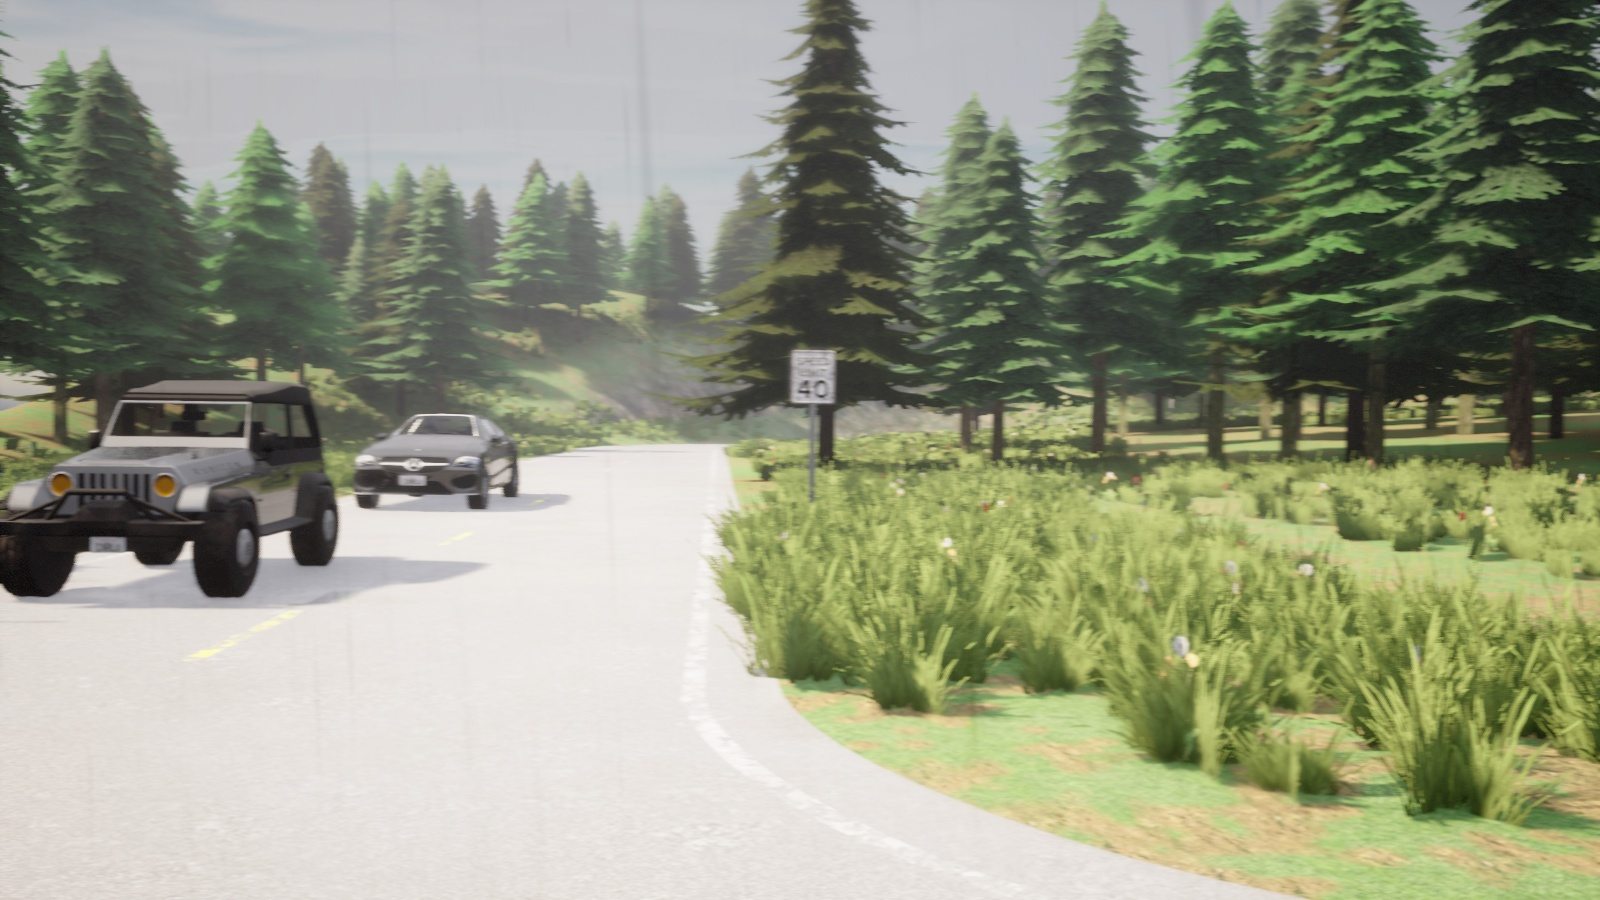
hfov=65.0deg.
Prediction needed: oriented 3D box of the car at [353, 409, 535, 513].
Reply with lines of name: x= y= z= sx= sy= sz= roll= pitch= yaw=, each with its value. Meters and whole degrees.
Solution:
car: x=-6.298 y=0.119 z=22.865 sx=2.152 sy=1.651 sz=5.027 roll=-1 pitch=1 yaw=-4

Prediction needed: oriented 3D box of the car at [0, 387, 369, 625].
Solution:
car: x=-5.625 y=0.384 z=11.943 sx=1.905 sy=1.878 sz=3.866 roll=-1 pitch=2 yaw=-4
